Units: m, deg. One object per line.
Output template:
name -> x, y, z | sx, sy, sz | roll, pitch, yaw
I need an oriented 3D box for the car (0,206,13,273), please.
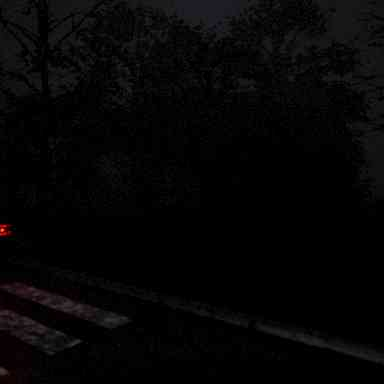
car -> -6.988, 1.133, 9.142 | 5.566, 2.045, 2.150 | -1, -1, 40
